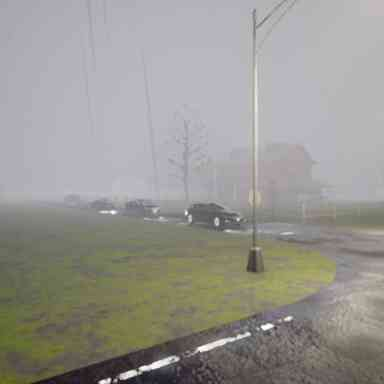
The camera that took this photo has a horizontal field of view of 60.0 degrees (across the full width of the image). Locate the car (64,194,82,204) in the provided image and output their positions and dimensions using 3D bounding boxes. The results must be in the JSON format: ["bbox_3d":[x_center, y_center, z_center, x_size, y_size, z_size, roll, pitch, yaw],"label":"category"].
[{"bbox_3d":[-21.343,1.167,59.486,2.097,1.767,4.553,0,0,-35],"label":"car"}]

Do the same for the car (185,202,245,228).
[{"bbox_3d":[1.404,1.439,22.120,1.837,1.490,4.892,0,0,-35],"label":"car"}]

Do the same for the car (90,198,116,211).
[{"bbox_3d":[-10.470,1.443,38.960,1.994,1.385,4.181,0,0,-36],"label":"car"}]

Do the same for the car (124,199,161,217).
[{"bbox_3d":[-4.604,1.397,30.640,2.128,1.511,4.902,0,0,-35],"label":"car"}]
